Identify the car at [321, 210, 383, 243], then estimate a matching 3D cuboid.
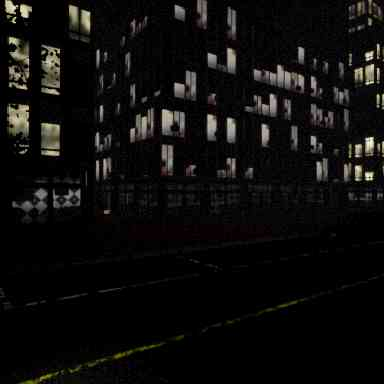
[{"bbox_3d":[8.140,1.563,16.226,4.313,1.339,1.947,0,0,-36],"label":"car"}]
